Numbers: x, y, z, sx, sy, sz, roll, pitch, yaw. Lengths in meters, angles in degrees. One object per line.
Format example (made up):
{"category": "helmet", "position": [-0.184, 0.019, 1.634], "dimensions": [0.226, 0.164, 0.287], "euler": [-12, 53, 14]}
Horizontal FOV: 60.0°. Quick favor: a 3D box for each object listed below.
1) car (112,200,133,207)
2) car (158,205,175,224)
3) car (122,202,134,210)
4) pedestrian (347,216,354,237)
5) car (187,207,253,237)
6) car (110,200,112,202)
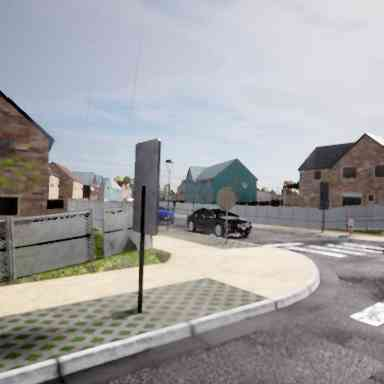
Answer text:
{"category": "car", "position": [-6.955, 1.793, 36.211], "dimensions": [2.097, 1.767, 4.553], "euler": [2, -2, -22]}
{"category": "car", "position": [-3.004, 1.759, 27.242], "dimensions": [1.882, 1.535, 5.008], "euler": [3, -2, -25]}
{"category": "car", "position": [-12.054, 2.531, 62.331], "dimensions": [1.895, 1.301, 4.718], "euler": [2, -1, -13]}
{"category": "pedestrian", "position": [8.522, 1.815, 17.856], "dimensions": [0.500, 1.100, 0.500], "euler": [2, -1, -31]}
{"category": "car", "position": [1.416, 1.628, 18.763], "dimensions": [1.837, 1.490, 4.892], "euler": [3, -2, -29]}
{"category": "car", "position": [-10.662, 1.946, 46.225], "dimensions": [2.097, 1.767, 4.553], "euler": [2, -2, -18]}
